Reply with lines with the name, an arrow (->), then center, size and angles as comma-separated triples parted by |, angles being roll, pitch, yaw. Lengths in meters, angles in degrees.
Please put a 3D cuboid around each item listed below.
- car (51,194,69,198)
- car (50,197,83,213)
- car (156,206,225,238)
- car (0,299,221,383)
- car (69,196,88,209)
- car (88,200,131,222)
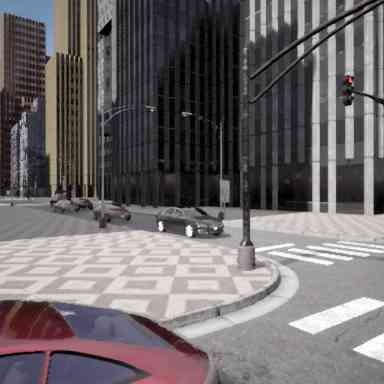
car -> -20.628, 1.363, 52.085 | 2.150, 2.045, 5.566 | 0, 0, -35
car -> -14.445, 1.635, 38.087 | 1.812, 1.442, 4.674 | 0, 0, -36
car -> -0.237, 1.542, 18.121 | 1.837, 1.490, 4.892 | 0, 0, -35
car -> -1.759, 1.564, 2.123 | 4.181, 1.385, 1.994 | 0, 0, -35
car -> -14.555, 1.619, 43.632 | 1.837, 1.490, 4.892 | 0, 0, -35
car -> -6.590, 1.596, 27.036 | 1.812, 1.442, 4.674 | 0, 0, -36
